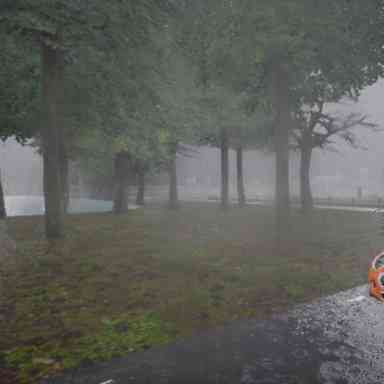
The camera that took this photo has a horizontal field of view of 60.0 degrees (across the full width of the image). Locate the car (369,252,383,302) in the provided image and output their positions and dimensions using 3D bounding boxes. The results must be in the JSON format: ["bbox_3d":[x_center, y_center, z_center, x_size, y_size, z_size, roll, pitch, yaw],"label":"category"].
[{"bbox_3d":[5.841,1.440,7.236,4.553,1.767,2.097,1,0,-35],"label":"car"}]

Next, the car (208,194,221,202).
[{"bbox_3d":[5.135,1.113,66.950,1.994,1.385,4.181,0,1,-36],"label":"car"}]
